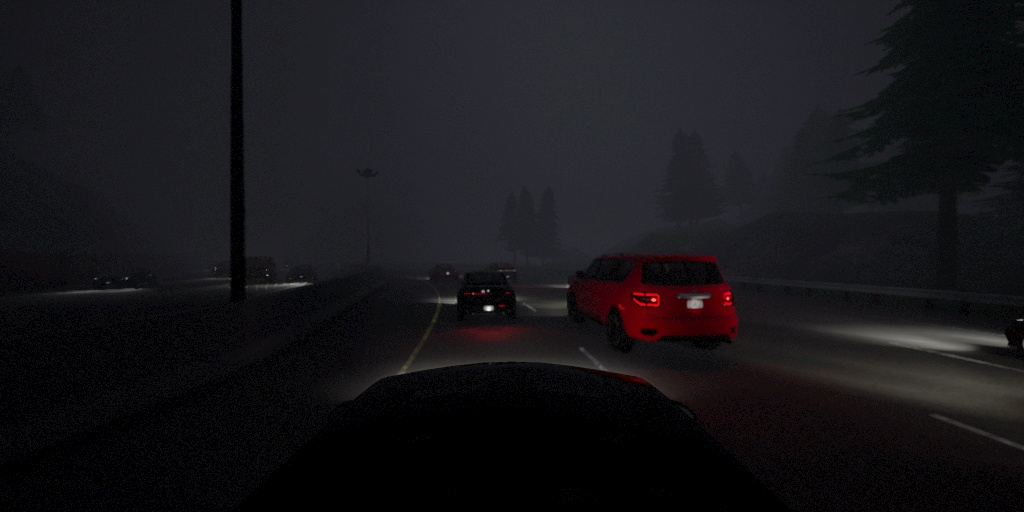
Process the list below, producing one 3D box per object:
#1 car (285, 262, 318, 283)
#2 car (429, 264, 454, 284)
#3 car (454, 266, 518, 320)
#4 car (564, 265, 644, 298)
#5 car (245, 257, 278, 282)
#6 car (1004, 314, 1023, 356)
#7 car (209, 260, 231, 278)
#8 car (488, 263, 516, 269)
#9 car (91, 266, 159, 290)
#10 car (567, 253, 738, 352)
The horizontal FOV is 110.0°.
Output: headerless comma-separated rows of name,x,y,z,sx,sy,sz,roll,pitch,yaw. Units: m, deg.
car,-16.998,1.405,29.266,1.994,1.385,4.181,0,0,-26
car,-5.762,1.342,30.084,1.994,1.385,4.181,0,0,-21
car,-1.021,1.259,12.710,1.837,1.490,4.892,0,0,-8
car,4.808,1.268,19.756,2.033,1.411,5.357,0,0,-13
car,-21.251,1.086,30.150,2.150,2.045,5.566,0,0,-27
car,10.275,1.218,4.772,1.812,1.442,4.674,0,0,-2
car,-29.417,1.261,37.063,2.097,1.767,4.553,0,0,-34
car,-1.028,1.243,27.356,2.128,1.511,4.902,0,0,-18
car,-26.357,1.420,24.638,1.812,1.442,4.674,0,0,-25
car,3.011,0.954,9.061,2.150,2.045,5.566,0,0,-5
